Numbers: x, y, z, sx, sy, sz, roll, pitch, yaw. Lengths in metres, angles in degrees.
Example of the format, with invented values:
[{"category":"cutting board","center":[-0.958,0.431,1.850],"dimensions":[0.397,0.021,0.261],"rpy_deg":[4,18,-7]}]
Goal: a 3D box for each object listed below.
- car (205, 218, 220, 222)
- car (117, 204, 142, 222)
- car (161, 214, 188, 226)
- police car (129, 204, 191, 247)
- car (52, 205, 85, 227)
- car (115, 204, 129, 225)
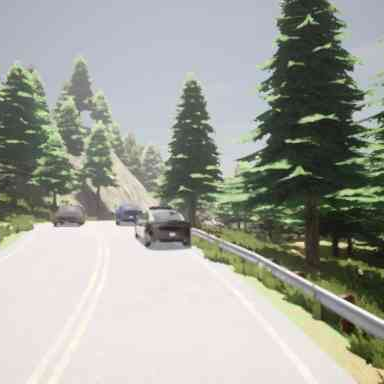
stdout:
[{"category":"car","center":[4.100,5.962,61.596],"dimensions":[2.150,2.045,5.566],"rpy_deg":[-3,-10,30]},{"category":"car","center":[-5.665,1.919,30.484],"dimensions":[1.812,1.442,4.674],"rpy_deg":[0,-4,-5]},{"category":"car","center":[-2.572,4.320,50.132],"dimensions":[1.812,1.442,4.674],"rpy_deg":[-3,-10,28]},{"category":"police car","center":[-1.533,1.483,15.709],"dimensions":[1.930,1.638,5.238],"rpy_deg":[1,0,-17]},{"category":"car","center":[-8.592,1.618,23.509],"dimensions":[2.033,1.411,5.357],"rpy_deg":[1,-2,-15]},{"category":"car","center":[-4.729,1.615,24.960],"dimensions":[1.882,1.535,5.008],"rpy_deg":[1,-2,-14]}]
